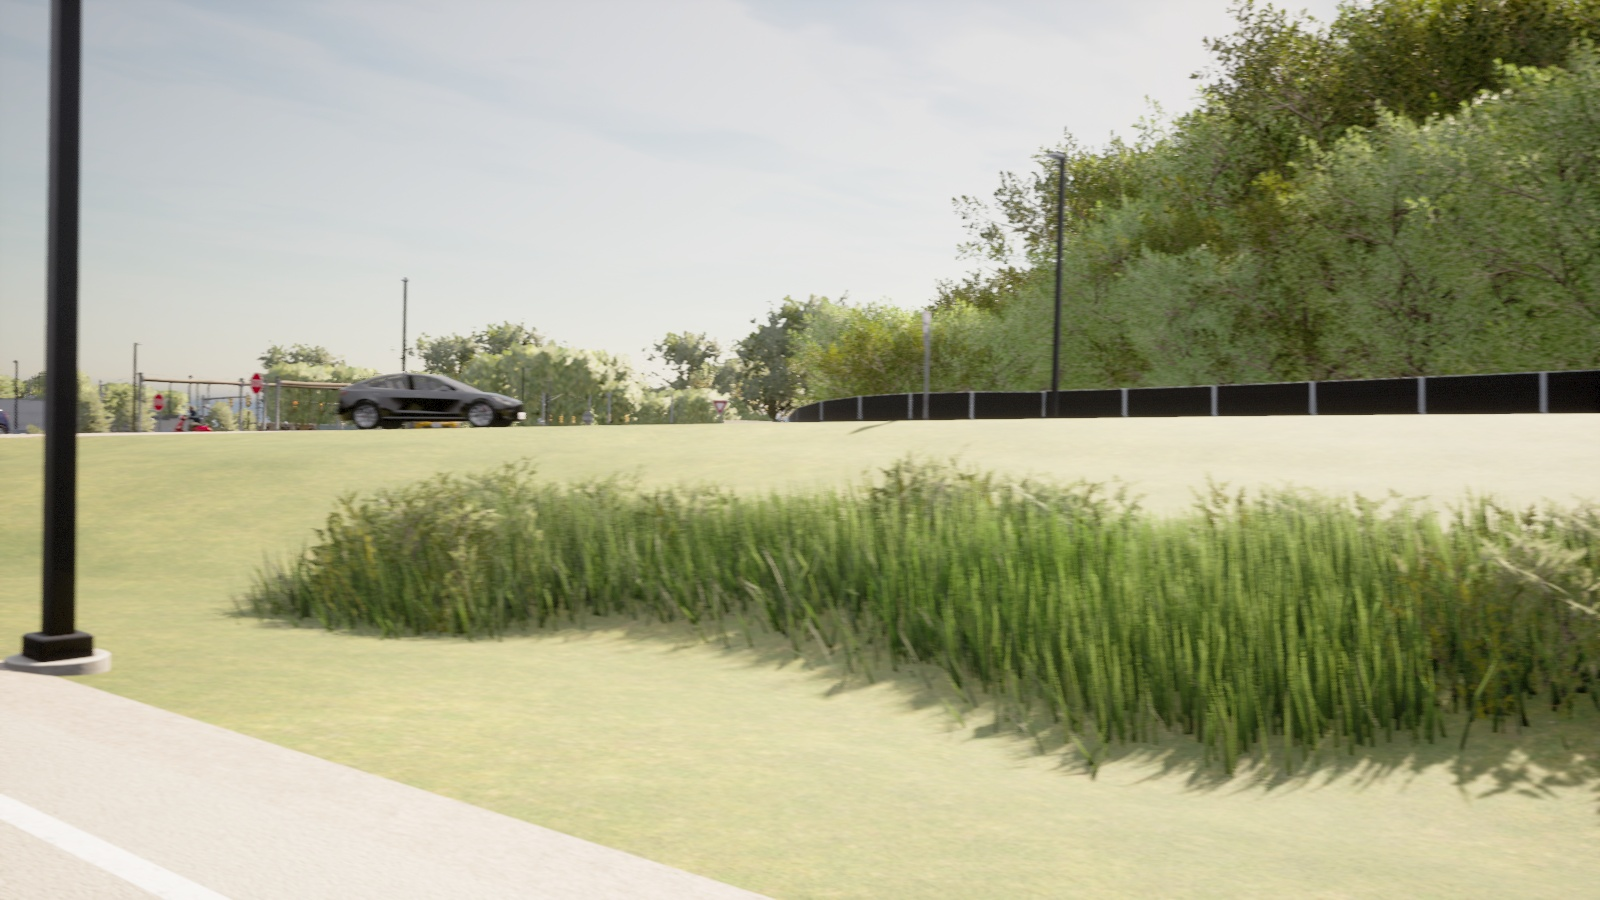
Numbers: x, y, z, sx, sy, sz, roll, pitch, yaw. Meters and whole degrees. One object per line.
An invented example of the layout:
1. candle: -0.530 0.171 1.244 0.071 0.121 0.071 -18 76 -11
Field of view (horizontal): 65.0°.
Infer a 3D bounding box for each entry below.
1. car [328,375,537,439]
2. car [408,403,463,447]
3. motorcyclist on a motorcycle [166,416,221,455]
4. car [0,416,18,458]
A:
1. car: -9.613 -1.113 33.130 4.792 1.488 2.163 -2 1 3
2. car: -15.248 -1.020 52.338 1.801 1.575 5.366 -2 -1 -20
3. motorcyclist on a motorcycle: -25.309 -0.606 52.437 0.866 1.590 1.817 -2 -1 42
4. car: -30.879 -0.472 45.694 1.845 1.501 3.633 -3 -2 34
